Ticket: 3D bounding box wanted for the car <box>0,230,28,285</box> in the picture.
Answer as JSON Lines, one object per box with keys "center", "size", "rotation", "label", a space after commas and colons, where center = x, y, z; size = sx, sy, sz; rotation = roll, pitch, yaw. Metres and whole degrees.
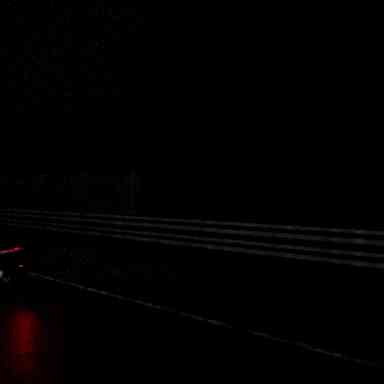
{"center": [-6.034, 1.493, 8.291], "size": [4.902, 1.511, 2.128], "rotation": [0, 0, 35], "label": "car"}
